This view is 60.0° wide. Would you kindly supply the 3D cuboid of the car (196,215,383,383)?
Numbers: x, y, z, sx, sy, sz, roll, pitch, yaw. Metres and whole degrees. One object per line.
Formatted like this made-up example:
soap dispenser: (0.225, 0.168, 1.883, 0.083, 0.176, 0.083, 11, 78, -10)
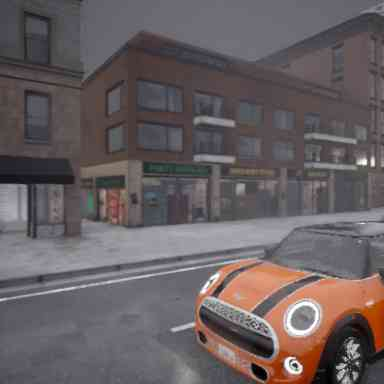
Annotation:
car: (2.267, 1.304, 5.204, 4.553, 1.767, 2.097, -1, 1, -34)
